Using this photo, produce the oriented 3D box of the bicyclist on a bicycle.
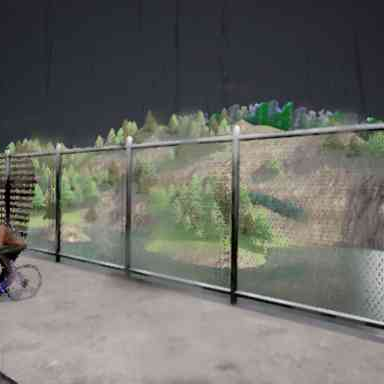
[{"bbox_3d":[-3.381,1.222,5.774,0.582,1.620,1.656,1,1,35],"label":"bicyclist on a bicycle"}]
